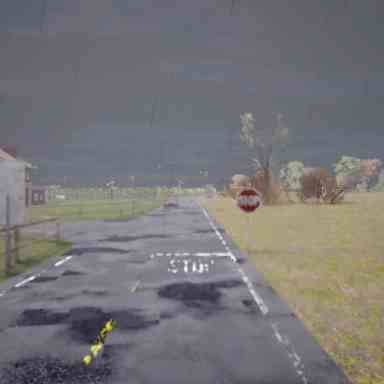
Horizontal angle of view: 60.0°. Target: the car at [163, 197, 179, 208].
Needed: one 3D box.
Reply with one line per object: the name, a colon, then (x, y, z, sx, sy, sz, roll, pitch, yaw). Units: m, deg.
car: (-2.755, 1.423, 45.204, 1.994, 1.385, 4.181, 0, 0, 0)
